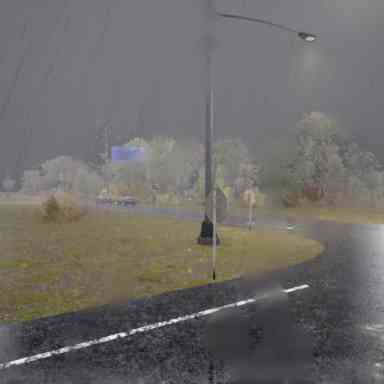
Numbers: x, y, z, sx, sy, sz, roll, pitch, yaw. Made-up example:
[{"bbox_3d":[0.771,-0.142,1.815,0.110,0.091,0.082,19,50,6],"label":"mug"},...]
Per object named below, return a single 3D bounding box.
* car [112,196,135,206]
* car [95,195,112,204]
[{"bbox_3d":[-10.524,1.413,52.423,1.837,1.490,4.892,0,0,-33],"label":"car"},{"bbox_3d":[-16.196,1.242,60.911,2.097,1.767,4.553,0,0,-34],"label":"car"}]
